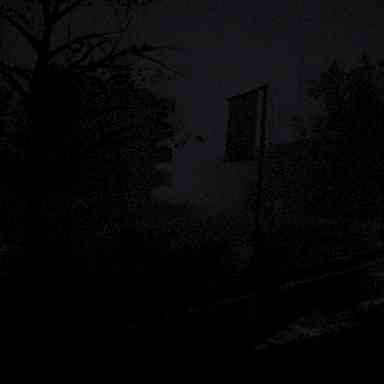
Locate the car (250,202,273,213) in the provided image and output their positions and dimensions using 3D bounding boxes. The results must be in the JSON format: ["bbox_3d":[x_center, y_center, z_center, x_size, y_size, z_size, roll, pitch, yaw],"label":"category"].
[{"bbox_3d":[9.876,2.192,45.226,1.882,1.535,5.008,5,-2,-23],"label":"car"}]

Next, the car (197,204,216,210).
[{"bbox_3d":[2.652,2.969,61.012,2.128,1.511,4.902,5,-6,-25],"label":"car"}]
